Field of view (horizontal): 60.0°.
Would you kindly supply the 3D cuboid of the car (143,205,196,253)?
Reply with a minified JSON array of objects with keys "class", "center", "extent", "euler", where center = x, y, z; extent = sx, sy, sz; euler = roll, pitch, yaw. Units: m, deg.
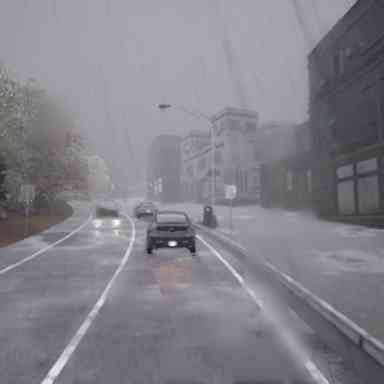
[{"class":"car","center":[-0.940,1.524,13.836],"extent":[1.837,1.490,4.892],"euler":[1,0,-7]}]

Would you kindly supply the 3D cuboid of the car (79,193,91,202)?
[{"class":"car","center":[-21.747,0.982,67.768],"extent":[2.150,2.045,5.566],"euler":[2,0,-20]}]

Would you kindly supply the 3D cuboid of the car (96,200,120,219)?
[{"class":"car","center":[-7.542,1.474,29.735],"extent":[1.882,1.535,5.008],"euler":[1,0,-15]}]

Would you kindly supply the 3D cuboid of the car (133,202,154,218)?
[{"class":"car","center":[-4.303,1.630,30.862],"extent":[1.994,1.385,4.181],"euler":[1,0,-15]}]
